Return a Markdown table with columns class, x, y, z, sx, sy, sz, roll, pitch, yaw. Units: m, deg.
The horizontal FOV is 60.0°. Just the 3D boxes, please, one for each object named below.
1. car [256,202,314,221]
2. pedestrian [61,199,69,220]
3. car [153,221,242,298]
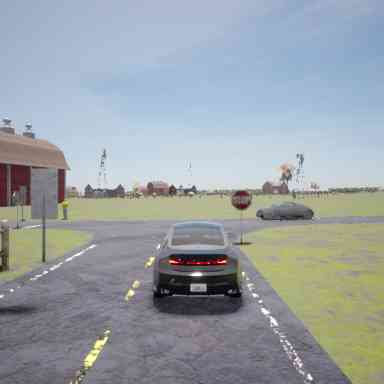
| class | x | y | z | sx | sy | sz | roll | pitch | yaw |
| --- | --- | --- | --- | --- | --- | --- | --- | --- | --- |
| car | 7.064 | 1.436 | 25.428 | 4.181 | 1.385 | 1.994 | -1 | -1 | -9 |
| pedestrian | -11.139 | 1.491 | 29.265 | 0.375 | 1.860 | 0.375 | 0 | 0 | 4 |
| car | 0.118 | 1.506 | 8.520 | 1.837 | 1.490 | 4.892 | 0 | 0 | 0 |
